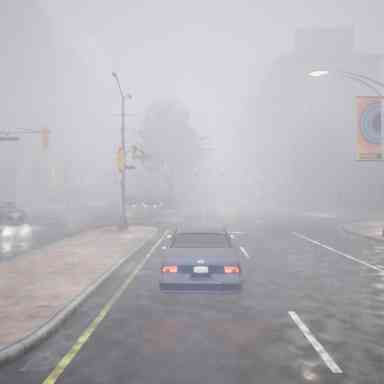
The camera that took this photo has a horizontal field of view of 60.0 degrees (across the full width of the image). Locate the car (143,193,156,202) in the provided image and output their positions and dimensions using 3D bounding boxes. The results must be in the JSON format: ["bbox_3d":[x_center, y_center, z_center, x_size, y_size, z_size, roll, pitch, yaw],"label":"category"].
[{"bbox_3d":[-10.036,1.225,78.741,2.150,2.045,5.566,0,0,1],"label":"car"}]

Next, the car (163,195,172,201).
[{"bbox_3d":[-6.387,1.478,86.642,1.882,1.535,5.008,0,0,1],"label":"car"}]

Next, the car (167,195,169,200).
[{"bbox_3d":[-6.577,1.525,76.548,2.128,1.511,4.902,0,0,1],"label":"car"}]

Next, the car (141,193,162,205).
[{"bbox_3d":[-7.006,1.352,58.003,2.097,1.767,4.553,0,0,1],"label":"car"}]

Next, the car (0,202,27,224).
[{"bbox_3d":[-13.947,1.491,24.941,2.128,1.511,4.902,1,0,-44],"label":"car"}]

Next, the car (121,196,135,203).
[{"bbox_3d":[-13.453,1.595,69.845,1.895,1.301,4.718,0,0,1],"label":"car"}]

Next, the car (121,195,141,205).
[{"bbox_3d":[-10.506,1.352,57.881,2.097,1.767,4.553,0,0,1],"label":"car"}]

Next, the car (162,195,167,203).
[{"bbox_3d":[-6.788,1.352,66.775,2.097,1.767,4.553,0,0,1],"label":"car"}]

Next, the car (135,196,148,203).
[{"bbox_3d":[-10.244,1.505,68.056,1.837,1.490,4.892,0,0,1],"label":"car"}]

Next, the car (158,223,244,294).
[{"bbox_3d":[0.231,1.547,8.949,2.033,1.411,5.357,0,0,1],"label":"car"}]
